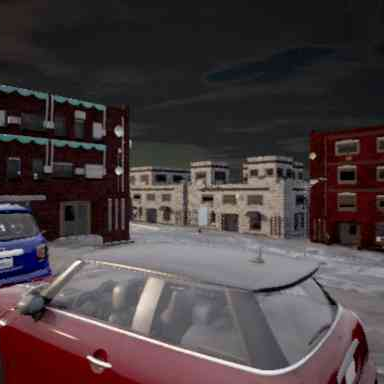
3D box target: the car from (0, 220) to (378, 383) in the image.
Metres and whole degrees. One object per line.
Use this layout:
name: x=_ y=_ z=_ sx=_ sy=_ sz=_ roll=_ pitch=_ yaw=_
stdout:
car: x=-0.579 y=1.355 z=3.658 sx=4.553 sy=1.767 sz=2.185 roll=0 pitch=0 yaw=35

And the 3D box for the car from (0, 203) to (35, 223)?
car: x=-5.220 y=1.253 z=6.811 sx=5.566 sy=2.045 sz=2.435 roll=0 pitch=0 yaw=34
